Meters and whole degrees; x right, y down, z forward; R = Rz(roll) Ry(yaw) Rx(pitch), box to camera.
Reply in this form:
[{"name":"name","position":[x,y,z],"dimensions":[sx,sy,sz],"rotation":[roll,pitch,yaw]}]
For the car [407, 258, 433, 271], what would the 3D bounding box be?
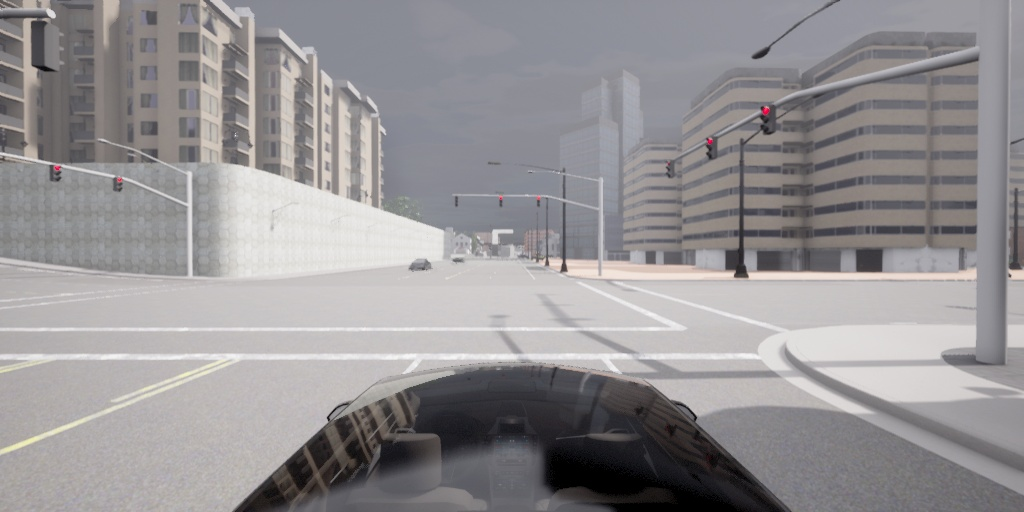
[{"name":"car","position":[-10.445,1.014,41.137],"dimensions":[1.812,1.442,4.674],"rotation":[0,1,0]}]
